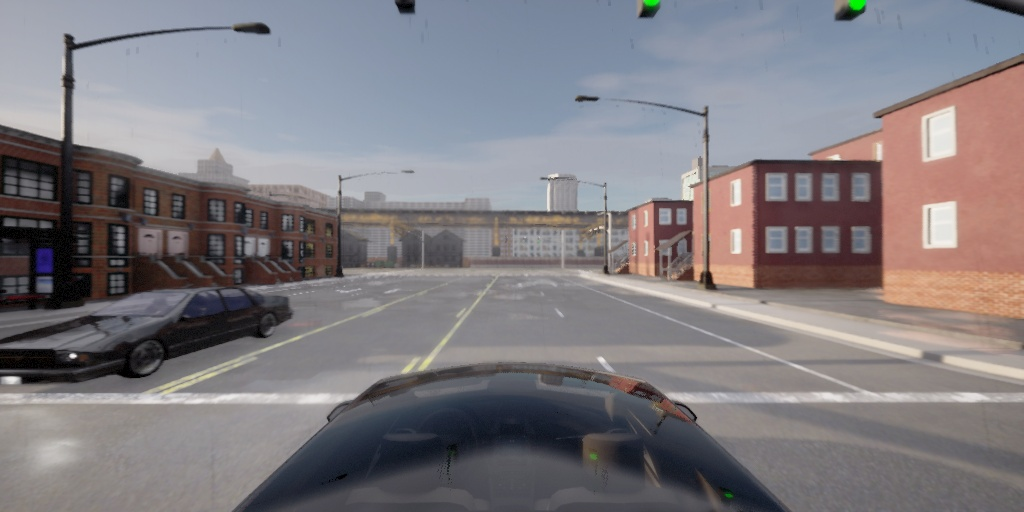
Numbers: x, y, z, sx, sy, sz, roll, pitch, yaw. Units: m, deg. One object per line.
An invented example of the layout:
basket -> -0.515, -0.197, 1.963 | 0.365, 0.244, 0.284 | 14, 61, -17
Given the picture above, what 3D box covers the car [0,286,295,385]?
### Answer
car -> -7.005, 1.370, 7.677 | 2.033, 1.411, 5.357 | 0, 0, 0
